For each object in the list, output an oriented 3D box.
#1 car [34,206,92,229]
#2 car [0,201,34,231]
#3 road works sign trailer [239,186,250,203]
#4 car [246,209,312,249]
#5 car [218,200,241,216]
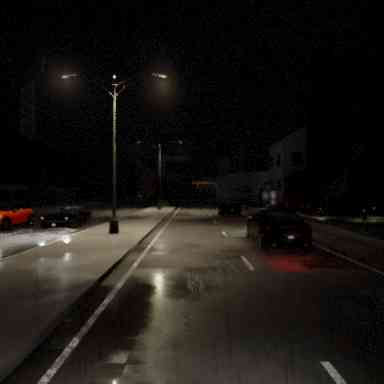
[{"bbox_3d":[-8.096,1.615,21.688,1.895,1.301,4.718,0,0,0],"label":"car"},{"bbox_3d":[-11.595,1.366,20.363,2.097,1.767,4.553,0,0,0],"label":"car"},{"bbox_3d":[12.027,0.515,74.333,2.380,3.560,2.880,0,0,35],"label":"road works sign trailer"},{"bbox_3d":[3.599,1.488,14.555,1.882,1.535,5.008,0,0,0],"label":"car"},{"bbox_3d":[3.605,1.500,32.420,1.882,1.535,5.008,0,0,0],"label":"car"}]
